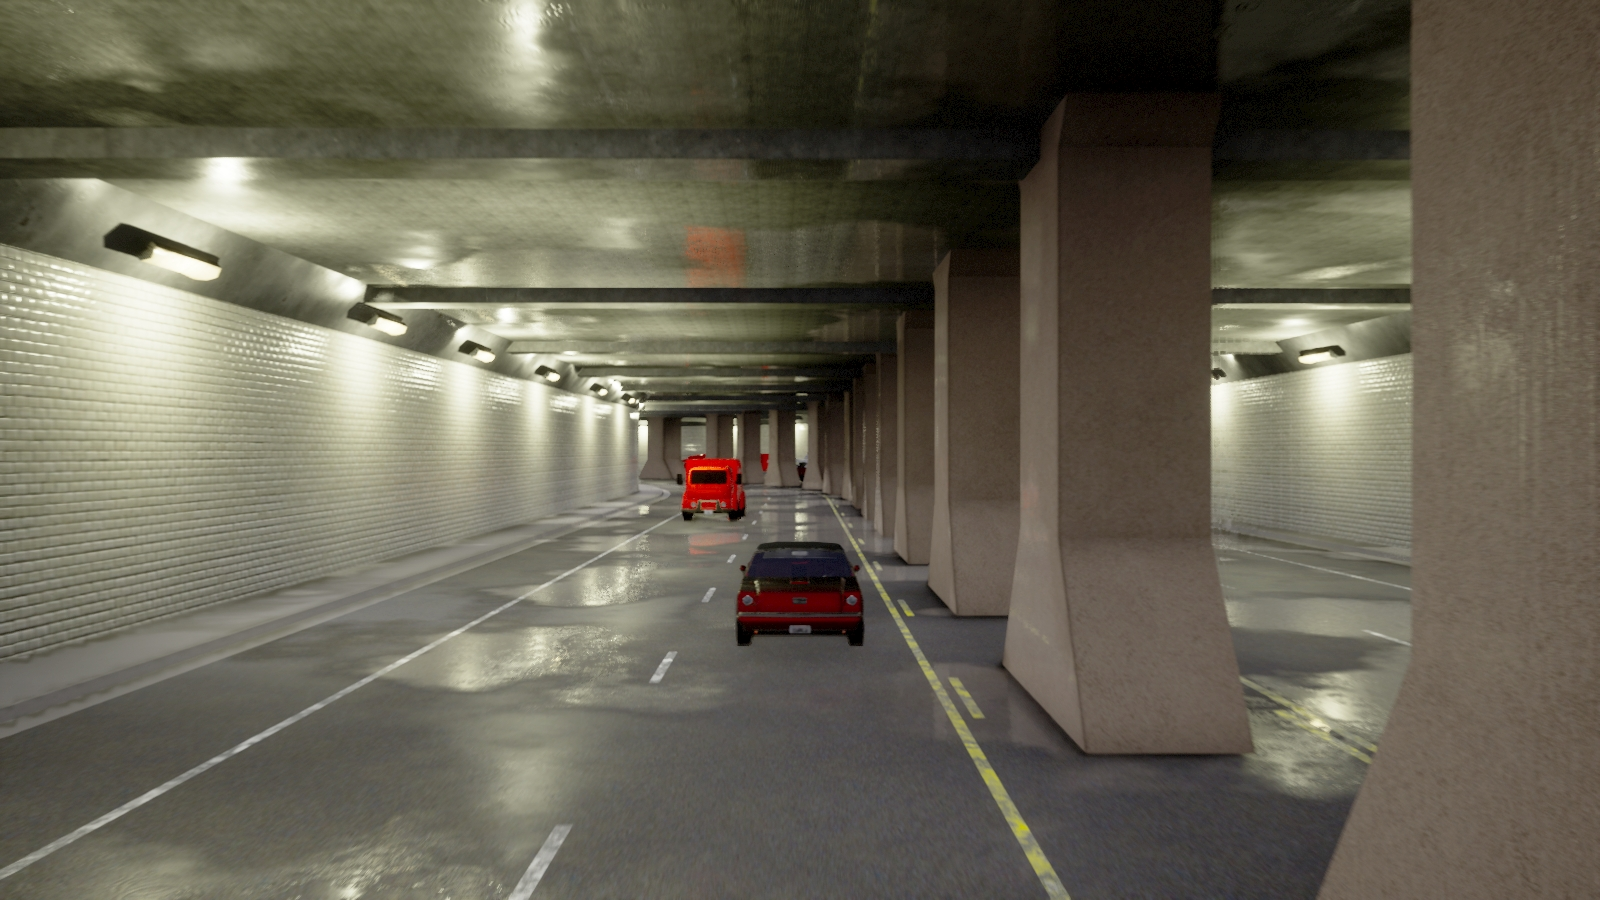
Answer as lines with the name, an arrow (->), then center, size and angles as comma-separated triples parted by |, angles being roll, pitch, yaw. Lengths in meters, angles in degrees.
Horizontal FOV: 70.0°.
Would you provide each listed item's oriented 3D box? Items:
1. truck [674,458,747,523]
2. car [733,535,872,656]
truck -> -3.540, 1.568, 46.325 | 2.627, 2.467, 5.204 | 0, 0, -1
car -> 0.029, 2.155, 17.955 | 1.895, 1.301, 4.718 | 0, 0, 0
